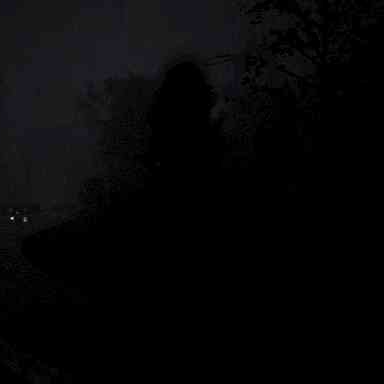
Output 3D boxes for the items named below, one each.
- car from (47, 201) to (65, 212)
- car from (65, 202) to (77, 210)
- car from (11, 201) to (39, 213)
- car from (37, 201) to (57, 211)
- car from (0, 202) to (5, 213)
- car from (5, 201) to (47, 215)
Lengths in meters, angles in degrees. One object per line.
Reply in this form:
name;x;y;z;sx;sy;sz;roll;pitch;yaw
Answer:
car;-19.929;2.094;47.035;1.812;1.442;4.674;0;-2;-7
car;-21.207;2.443;57.021;1.895;1.301;4.718;0;-2;-7
car;-23.440;2.074;46.905;1.882;1.535;5.008;0;-2;-7
car;-24.730;2.350;56.970;1.882;1.535;5.008;0;-2;-7
car;-22.271;1.816;37.484;1.882;1.535;5.008;0;-1;-7
car;-18.807;1.869;37.995;2.033;1.411;5.357;0;-1;-7
